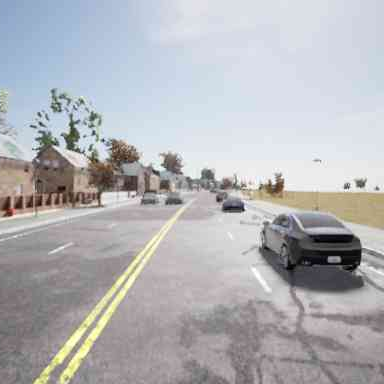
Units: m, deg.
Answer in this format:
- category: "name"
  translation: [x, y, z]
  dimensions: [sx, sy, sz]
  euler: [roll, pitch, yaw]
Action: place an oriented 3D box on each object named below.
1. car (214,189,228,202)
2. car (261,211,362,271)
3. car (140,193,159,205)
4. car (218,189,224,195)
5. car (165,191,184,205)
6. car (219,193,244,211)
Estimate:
- category: "car"
  translation: [4.733, 0.643, 50.890]
  dimensions: [2.033, 1.649, 4.856]
  euler: [0, 1, 3]
- category: "car"
  translation: [3.432, 1.343, 10.364]
  dimensions: [1.837, 1.490, 4.892]
  euler: [0, 0, 1]
- category: "car"
  translation: [-5.482, 0.852, 43.503]
  dimensions: [1.812, 1.442, 4.674]
  euler: [0, 1, 3]
- category: "car"
  translation: [8.290, 0.047, 94.514]
  dimensions: [1.837, 1.490, 4.892]
  euler: [0, 1, 6]
- category: "car"
  translation: [-2.236, 0.684, 43.097]
  dimensions: [2.097, 1.767, 4.553]
  euler: [0, 1, 3]
- category: "car"
  translation: [3.991, 1.055, 32.729]
  dimensions: [1.994, 1.385, 4.181]
  euler: [0, 1, 2]
